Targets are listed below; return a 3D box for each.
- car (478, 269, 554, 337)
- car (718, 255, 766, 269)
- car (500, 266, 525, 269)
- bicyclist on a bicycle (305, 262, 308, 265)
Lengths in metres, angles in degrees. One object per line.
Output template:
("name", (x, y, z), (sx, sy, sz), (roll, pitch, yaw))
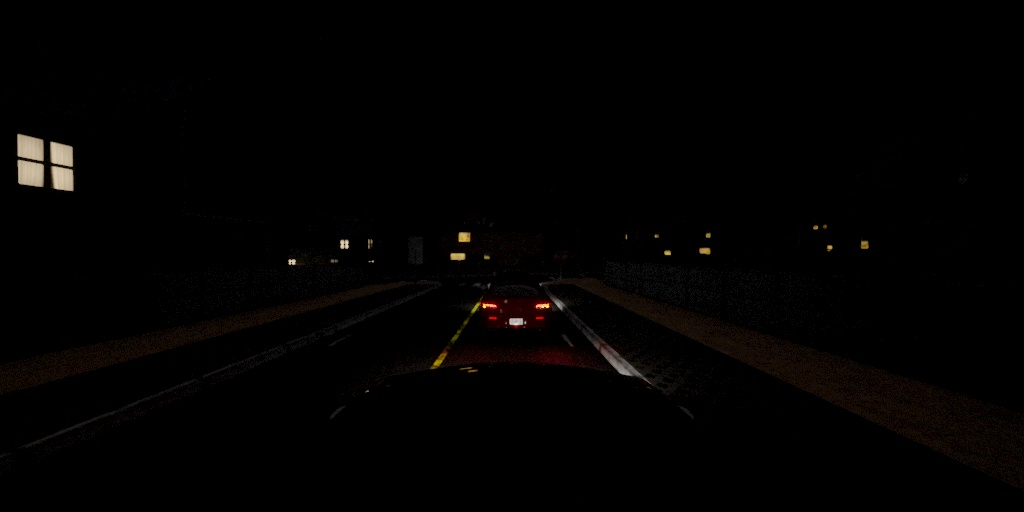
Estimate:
("car", (0.086, 1.274, 10.159), (1.812, 1.442, 4.674), (0, 0, 0))
("car", (21.038, 0.672, 32.715), (5.008, 1.535, 1.882), (-1, 1, 0))
("car", (0.021, 1.257, 19.446), (1.837, 1.490, 4.892), (0, 0, -2))
("bicyclist on a bicycle", (-20.228, 1.427, 35.481), (0.582, 1.620, 1.656), (-1, 1, 0))
